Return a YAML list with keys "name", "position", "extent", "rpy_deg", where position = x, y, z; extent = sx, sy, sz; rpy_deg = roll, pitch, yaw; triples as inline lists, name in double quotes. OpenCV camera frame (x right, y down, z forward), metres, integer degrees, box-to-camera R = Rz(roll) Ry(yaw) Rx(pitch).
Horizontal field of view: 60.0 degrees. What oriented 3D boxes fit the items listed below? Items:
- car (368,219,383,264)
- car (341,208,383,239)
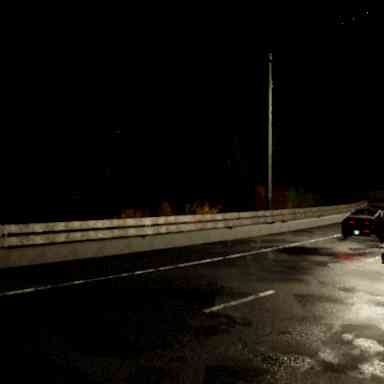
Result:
- name: "car"
  position: [7.636, 1.593, 10.314]
  extent: [5.357, 1.411, 2.033]
  rpy_deg: [0, 0, -43]
- name: "car"
  position: [9.158, 1.571, 16.724]
  extent: [4.892, 1.490, 1.837]
  rpy_deg: [0, 0, -45]
